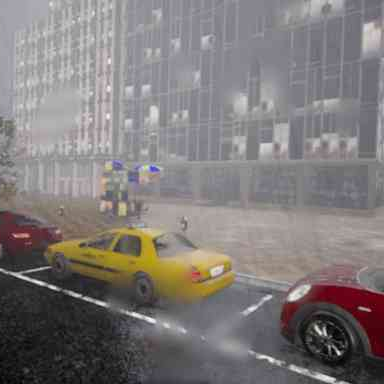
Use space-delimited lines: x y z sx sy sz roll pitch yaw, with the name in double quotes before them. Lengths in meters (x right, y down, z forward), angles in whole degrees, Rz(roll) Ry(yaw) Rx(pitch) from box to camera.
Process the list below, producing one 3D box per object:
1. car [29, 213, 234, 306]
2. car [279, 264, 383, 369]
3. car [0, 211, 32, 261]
"car" -1.438 1.352 7.496 4.829 1.417 1.752 2 2 35
"car" 3.241 1.449 4.245 4.097 1.590 1.967 2 2 35
"car" -5.837 1.237 10.552 4.206 1.307 1.802 2 2 35
